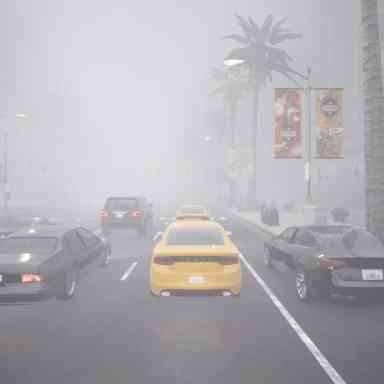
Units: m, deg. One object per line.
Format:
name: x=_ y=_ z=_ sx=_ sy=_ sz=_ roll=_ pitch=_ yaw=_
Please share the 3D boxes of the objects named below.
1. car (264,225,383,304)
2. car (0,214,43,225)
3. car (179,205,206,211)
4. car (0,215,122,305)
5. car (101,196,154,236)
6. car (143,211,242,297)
car: x=3.164 y=1.513 z=8.227 sx=2.161 sy=1.482 sz=4.786 roll=0 pitch=0 yaw=-1
car: x=-7.123 y=1.601 z=13.442 sx=1.895 sy=1.301 sz=4.718 roll=0 pitch=0 yaw=0
car: x=0.031 y=1.478 z=18.836 sx=1.882 sy=1.535 sz=5.008 roll=0 pitch=0 yaw=0
car: x=-3.424 y=1.547 z=8.294 sx=2.033 sy=1.411 sz=5.357 roll=0 pitch=0 yaw=0
car: x=-3.467 y=1.222 z=18.565 sx=2.150 sy=2.045 sz=5.566 roll=0 pitch=0 yaw=0
car: x=0.070 y=1.478 z=8.637 sx=1.882 sy=1.535 sz=5.008 roll=0 pitch=0 yaw=0
